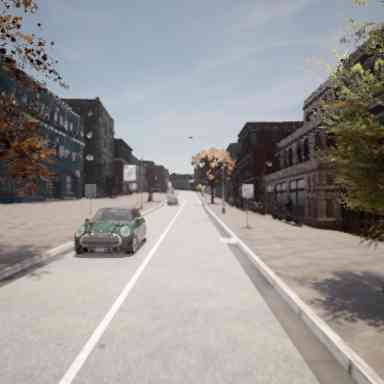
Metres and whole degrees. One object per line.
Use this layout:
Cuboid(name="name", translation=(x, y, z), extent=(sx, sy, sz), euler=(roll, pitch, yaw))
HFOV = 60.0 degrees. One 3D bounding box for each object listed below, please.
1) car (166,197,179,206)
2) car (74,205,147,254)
Cuboid(name="car", translation=(-3.136, 1.550, 54.673), extent=(1.837, 1.490, 4.892), euler=(0, 0, 0))
Cuboid(name="car", translation=(-3.097, 1.370, 13.449), extent=(2.097, 1.767, 4.553), euler=(0, 0, 0))
